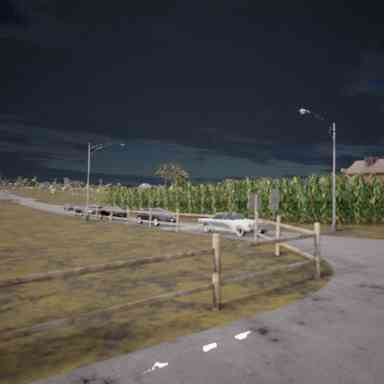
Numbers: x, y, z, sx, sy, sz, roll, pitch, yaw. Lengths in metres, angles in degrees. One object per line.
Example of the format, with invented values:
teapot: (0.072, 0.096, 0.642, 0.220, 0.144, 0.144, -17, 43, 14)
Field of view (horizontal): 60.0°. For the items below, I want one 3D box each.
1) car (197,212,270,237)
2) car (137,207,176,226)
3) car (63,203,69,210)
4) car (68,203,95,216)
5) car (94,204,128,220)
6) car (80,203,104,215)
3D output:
car: (2.461, 1.925, 20.357, 1.895, 1.301, 4.718, 3, -3, -37)
car: (-2.979, 2.027, 27.962, 1.837, 1.490, 4.892, 3, -3, -35)
car: (-21.406, 2.604, 59.032, 1.994, 1.385, 4.181, 3, -1, -35)
car: (-14.164, 2.364, 43.790, 2.128, 1.511, 4.902, 3, -2, -35)
car: (-8.460, 2.192, 35.696, 1.882, 1.535, 5.008, 3, -3, -35)
car: (-15.170, 2.510, 50.238, 1.882, 1.535, 5.008, 3, -2, -35)
